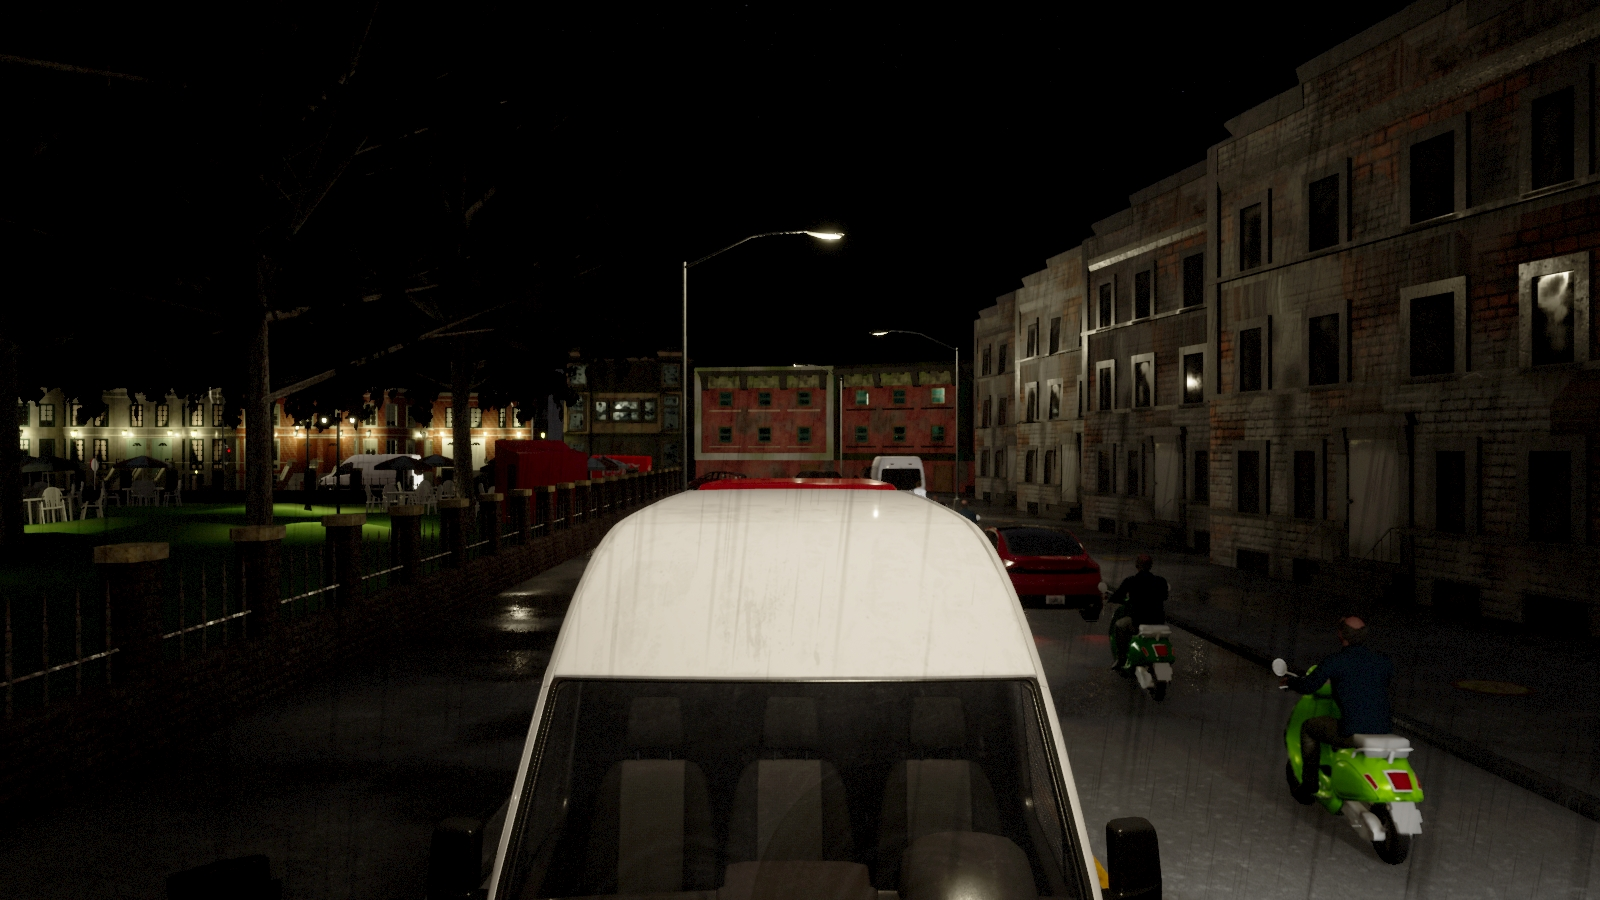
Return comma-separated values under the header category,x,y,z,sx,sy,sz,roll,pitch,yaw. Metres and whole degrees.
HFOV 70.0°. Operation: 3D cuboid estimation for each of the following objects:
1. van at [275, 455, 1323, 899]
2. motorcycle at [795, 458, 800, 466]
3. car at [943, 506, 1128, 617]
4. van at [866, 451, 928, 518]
category,x,y,z,sx,sy,sz,roll,pitch,yaw
van,-0.006,1.314,5.127,1.988,2.561,5.915,0,0,0
motorcycle,-0.384,1.962,183.190,0.856,1.236,1.805,0,0,0
car,3.944,1.841,20.076,2.231,1.480,4.892,0,0,0
van,3.854,1.314,46.402,1.988,2.561,5.915,0,0,0
